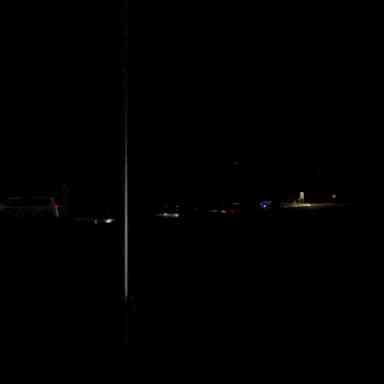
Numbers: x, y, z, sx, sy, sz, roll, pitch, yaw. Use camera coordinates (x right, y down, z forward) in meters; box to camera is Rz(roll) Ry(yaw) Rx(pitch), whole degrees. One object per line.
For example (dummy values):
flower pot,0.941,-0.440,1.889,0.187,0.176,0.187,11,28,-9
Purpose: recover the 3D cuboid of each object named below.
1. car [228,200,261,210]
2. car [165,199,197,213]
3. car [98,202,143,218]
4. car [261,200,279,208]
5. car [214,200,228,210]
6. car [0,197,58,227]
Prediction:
car,7.792,1.914,49.400,2.128,1.511,4.902,-1,-1,35
car,-1.282,1.698,41.424,2.097,1.767,4.553,-1,-1,35
car,-7.064,1.730,33.105,1.882,1.535,5.008,-1,-1,35
car,13.485,2.113,57.666,1.895,1.301,4.718,-1,-1,35
car,5.205,1.974,50.657,1.812,1.442,4.674,-1,-1,35
car,-12.811,1.379,24.846,2.150,2.045,5.566,-1,-1,34
